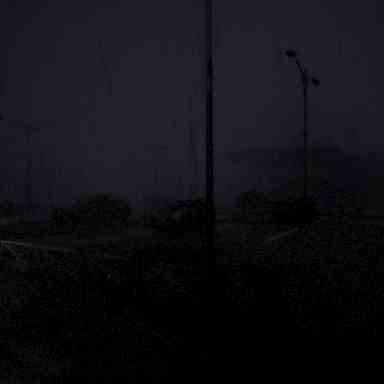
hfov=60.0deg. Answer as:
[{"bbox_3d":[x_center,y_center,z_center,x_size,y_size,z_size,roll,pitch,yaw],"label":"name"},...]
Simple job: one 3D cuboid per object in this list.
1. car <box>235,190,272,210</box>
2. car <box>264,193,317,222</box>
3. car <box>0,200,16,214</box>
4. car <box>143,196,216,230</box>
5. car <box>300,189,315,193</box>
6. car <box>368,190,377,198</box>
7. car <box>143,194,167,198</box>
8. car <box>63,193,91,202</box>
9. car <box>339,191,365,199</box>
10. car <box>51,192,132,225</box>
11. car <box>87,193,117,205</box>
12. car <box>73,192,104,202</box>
[{"bbox_3d":[6.067,0.753,33.273,1.932,1.855,4.605,0,1,33],"label":"car"},{"bbox_3d":[6.495,1.066,21.100,2.007,1.523,4.514,0,1,33],"label":"car"},{"bbox_3d":[-16.735,0.930,27.264,1.905,1.878,3.866,0,1,33],"label":"car"},{"bbox_3d":[-0.397,1.080,17.151,1.970,1.475,3.806,0,1,33],"label":"car"},{"bbox_3d":[13.086,0.643,38.114,1.905,1.878,3.866,0,1,33],"label":"car"},{"bbox_3d":[38.639,0.430,68.839,3.866,1.878,1.905,0,1,33],"label":"car"},{"bbox_3d":[-4.026,0.946,40.608,2.007,1.523,4.514,0,1,33],"label":"car"},{"bbox_3d":[-20.893,0.904,60.558,2.007,1.523,4.514,0,1,33],"label":"car"},{"bbox_3d":[31.930,0.662,66.423,4.611,1.667,2.242,0,1,33],"label":"car"},{"bbox_3d":[-5.971,1.006,20.347,2.152,1.636,5.027,0,1,33],"label":"car"},{"bbox_3d":[-12.409,0.969,46.046,1.845,1.501,3.633,0,1,33],"label":"car"},{"bbox_3d":[-18.226,0.894,58.906,2.152,1.636,5.027,0,1,33],"label":"car"}]
